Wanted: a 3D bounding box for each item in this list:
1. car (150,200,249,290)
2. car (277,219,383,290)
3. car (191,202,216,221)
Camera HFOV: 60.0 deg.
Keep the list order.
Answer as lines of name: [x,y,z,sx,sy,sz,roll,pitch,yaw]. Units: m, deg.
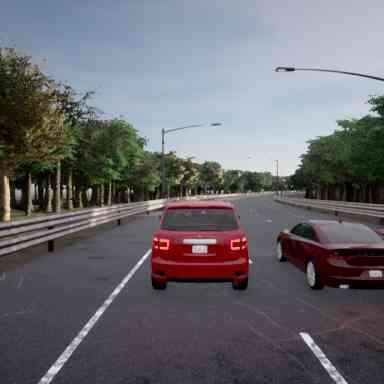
car: [0.207,1.223,9.237,2.150,2.045,5.566,0,0,1]
car: [3.713,1.479,9.113,1.882,1.535,5.008,0,0,1]
car: [1.031,1.569,28.223,1.994,1.385,4.181,0,0,4]
